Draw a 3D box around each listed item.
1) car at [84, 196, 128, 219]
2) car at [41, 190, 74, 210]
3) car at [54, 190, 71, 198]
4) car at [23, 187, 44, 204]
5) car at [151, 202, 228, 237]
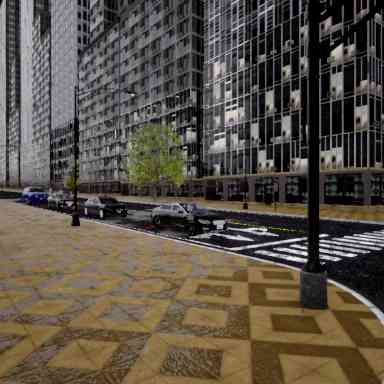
[{"bbox_3d":[-6.467,1.086,24.689,1.837,1.490,4.892,0,1,-38],"label":"car"},{"bbox_3d":[-12.888,0.883,32.881,2.128,1.511,4.902,0,1,-38],"label":"car"},{"bbox_3d":[-25.299,0.299,64.880,1.812,1.442,4.674,0,1,-38],"label":"car"},{"bbox_3d":[-19.392,0.420,41.273,2.150,2.045,5.566,0,1,-38],"label":"car"},{"bbox_3d":[-0.254,1.257,16.790,2.128,1.511,4.902,0,1,-38],"label":"car"}]
